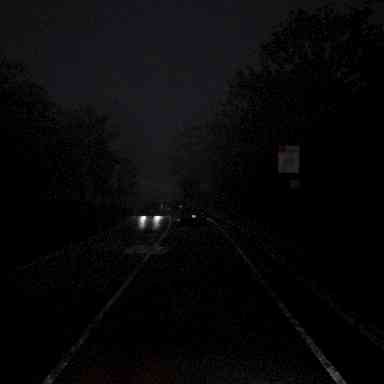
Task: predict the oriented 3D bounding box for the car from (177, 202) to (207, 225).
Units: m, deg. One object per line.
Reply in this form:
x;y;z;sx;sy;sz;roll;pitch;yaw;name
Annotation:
0.028;1.736;25.960;1.994;1.385;4.181;0;0;-3;car

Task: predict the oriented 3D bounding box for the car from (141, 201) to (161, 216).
-4.468;1.736;36.364;1.837;1.490;4.892;0;0;-7;car

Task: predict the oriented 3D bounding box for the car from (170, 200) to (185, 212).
-1.719;1.682;42.154;1.994;1.385;4.181;-1;1;-9;car
